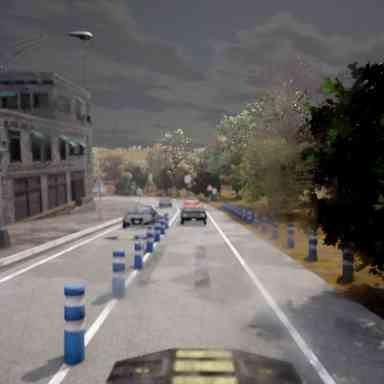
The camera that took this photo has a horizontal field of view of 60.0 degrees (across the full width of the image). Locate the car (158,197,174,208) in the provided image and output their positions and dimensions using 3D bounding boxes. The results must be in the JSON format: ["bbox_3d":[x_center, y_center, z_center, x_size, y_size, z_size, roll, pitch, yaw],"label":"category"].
[{"bbox_3d":[-3.734,1.440,47.168,1.837,1.490,4.892,-1,1,-5],"label":"car"}]

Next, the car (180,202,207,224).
[{"bbox_3d":[0.126,1.644,25.252,1.895,1.301,4.718,0,0,0],"label":"car"}]

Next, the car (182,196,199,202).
[{"bbox_3d":[-0.123,1.361,42.506,2.097,1.767,4.553,0,1,-3],"label":"car"}]

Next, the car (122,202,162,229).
[{"bbox_3d":[-3.325,1.602,22.063,1.994,1.385,4.181,0,0,0],"label":"car"}]
